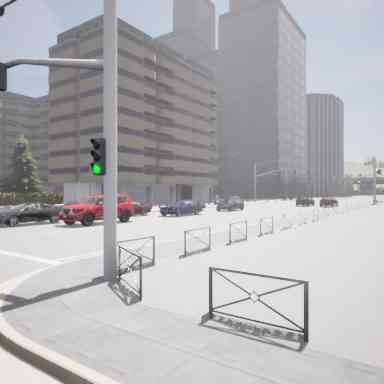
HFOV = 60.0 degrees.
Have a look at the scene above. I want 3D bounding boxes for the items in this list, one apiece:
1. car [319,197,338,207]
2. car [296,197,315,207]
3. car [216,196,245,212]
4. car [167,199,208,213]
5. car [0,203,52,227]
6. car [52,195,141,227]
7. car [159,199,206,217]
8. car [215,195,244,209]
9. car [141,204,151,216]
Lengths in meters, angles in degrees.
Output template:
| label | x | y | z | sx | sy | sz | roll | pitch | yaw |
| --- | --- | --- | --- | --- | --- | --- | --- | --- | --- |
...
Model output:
| label | x | y | z | sx | sy | sz | roll | pitch | yaw |
| --- | --- | --- | --- | --- | --- | --- | --- | --- | --- |
| car | 20.874 | 1.478 | 50.652 | 1.882 | 1.535 | 5.008 | 0 | 0 | 35 |
| car | 17.950 | 1.478 | 52.546 | 1.882 | 1.535 | 5.008 | 0 | 0 | 35 |
| car | 4.679 | 1.526 | 39.790 | 1.812 | 1.442 | 4.674 | 0 | 0 | 35 |
| car | -0.407 | 1.547 | 38.601 | 2.033 | 1.411 | 5.357 | 0 | 0 | 35 |
| car | -11.213 | 1.492 | 22.925 | 2.128 | 1.511 | 4.902 | 0 | 0 | 35 |
| car | -6.550 | 1.221 | 23.524 | 2.150 | 2.045 | 5.566 | 0 | 0 | 35 |
| car | -1.006 | 1.601 | 31.569 | 1.895 | 1.301 | 4.718 | 0 | 0 | 35 |
| car | 5.385 | 1.352 | 46.938 | 2.097 | 1.767 | 4.553 | 0 | 0 | 35 |
| car | -5.953 | 1.601 | 30.557 | 1.895 | 1.301 | 4.718 | 0 | 0 | 35 |
